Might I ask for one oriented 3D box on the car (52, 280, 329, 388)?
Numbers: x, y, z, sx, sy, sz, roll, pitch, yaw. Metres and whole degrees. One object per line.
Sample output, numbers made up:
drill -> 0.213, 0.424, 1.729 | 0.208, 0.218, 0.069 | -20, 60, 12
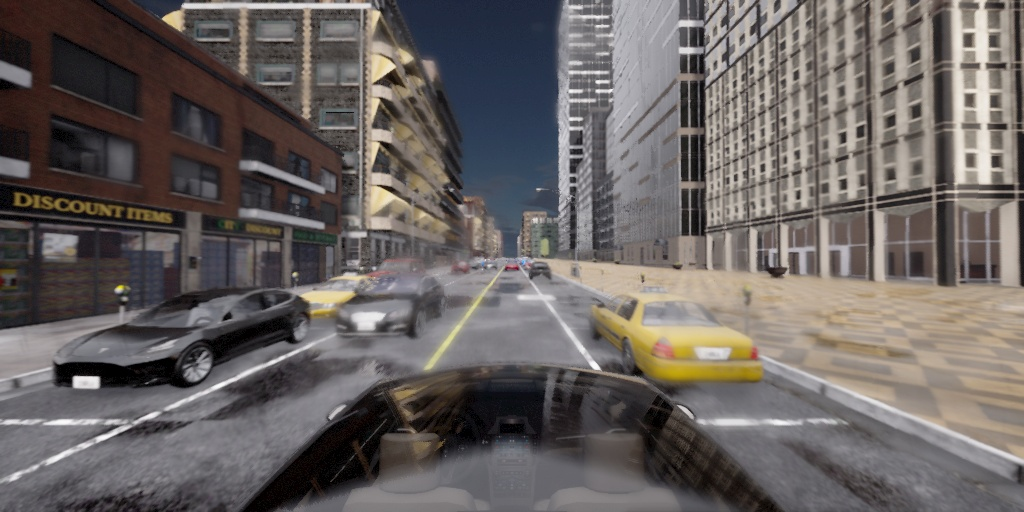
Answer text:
car -> -5.689, 1.316, 6.968 | 1.948, 1.339, 4.313 | 0, 0, 0

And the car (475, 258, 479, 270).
car -> -5.682, 1.325, 51.525 | 1.948, 1.339, 4.313 | 0, 0, 0

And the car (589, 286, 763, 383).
car -> 2.692, 1.276, 7.136 | 1.751, 1.417, 4.829 | 0, 0, 0

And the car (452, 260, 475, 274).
car -> -5.684, 1.301, 40.385 | 1.888, 1.381, 4.507 | 0, 0, 0

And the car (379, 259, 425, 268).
car -> -5.687, 1.066, 18.108 | 2.192, 1.841, 5.009 | 0, 0, 0

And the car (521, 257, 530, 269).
car -> 2.699, 1.199, 51.523 | 1.967, 1.591, 4.097 | 0, 0, 0

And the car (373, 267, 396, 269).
car -> -5.688, 1.276, 12.367 | 1.751, 1.417, 4.829 | 0, 0, 0

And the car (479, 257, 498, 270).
car -> -3.058, 1.251, 51.395 | 2.128, 1.511, 4.902 | 0, 0, 0

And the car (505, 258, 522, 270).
car -> 0.021, 1.324, 51.075 | 1.994, 1.385, 4.181 | 0, 0, 0

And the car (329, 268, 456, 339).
car -> -3.098, 1.244, 10.097 | 2.128, 1.511, 4.902 | 0, 0, 0

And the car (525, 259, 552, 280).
car -> 2.359, 1.258, 30.928 | 1.837, 1.490, 4.892 | 0, 0, 0
